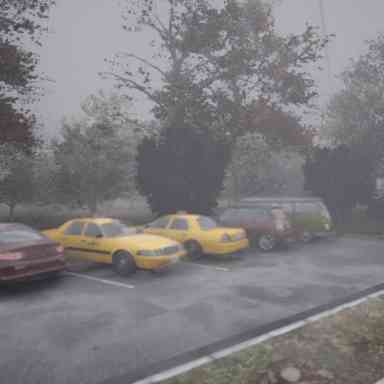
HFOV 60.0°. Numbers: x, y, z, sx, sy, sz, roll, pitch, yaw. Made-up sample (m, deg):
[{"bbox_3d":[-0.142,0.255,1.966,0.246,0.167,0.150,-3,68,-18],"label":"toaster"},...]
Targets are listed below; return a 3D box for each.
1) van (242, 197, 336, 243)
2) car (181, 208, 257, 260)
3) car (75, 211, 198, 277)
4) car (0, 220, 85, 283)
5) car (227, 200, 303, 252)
[{"bbox_3d":[4.401,1.254,15.761,4.442,1.987,1.878,-1,-1,33],"label":"van"},{"bbox_3d":[-0.591,1.489,12.373,5.366,1.575,1.946,-1,0,34],"label":"car"},{"bbox_3d":[-2.667,1.488,10.418,5.366,1.575,1.946,-1,-1,34],"label":"car"},{"bbox_3d":[-5.217,1.538,8.774,4.674,1.452,2.002,-1,0,34],"label":"car"},{"bbox_3d":[1.966,1.359,14.019,4.553,1.767,2.185,-1,0,33],"label":"car"}]
